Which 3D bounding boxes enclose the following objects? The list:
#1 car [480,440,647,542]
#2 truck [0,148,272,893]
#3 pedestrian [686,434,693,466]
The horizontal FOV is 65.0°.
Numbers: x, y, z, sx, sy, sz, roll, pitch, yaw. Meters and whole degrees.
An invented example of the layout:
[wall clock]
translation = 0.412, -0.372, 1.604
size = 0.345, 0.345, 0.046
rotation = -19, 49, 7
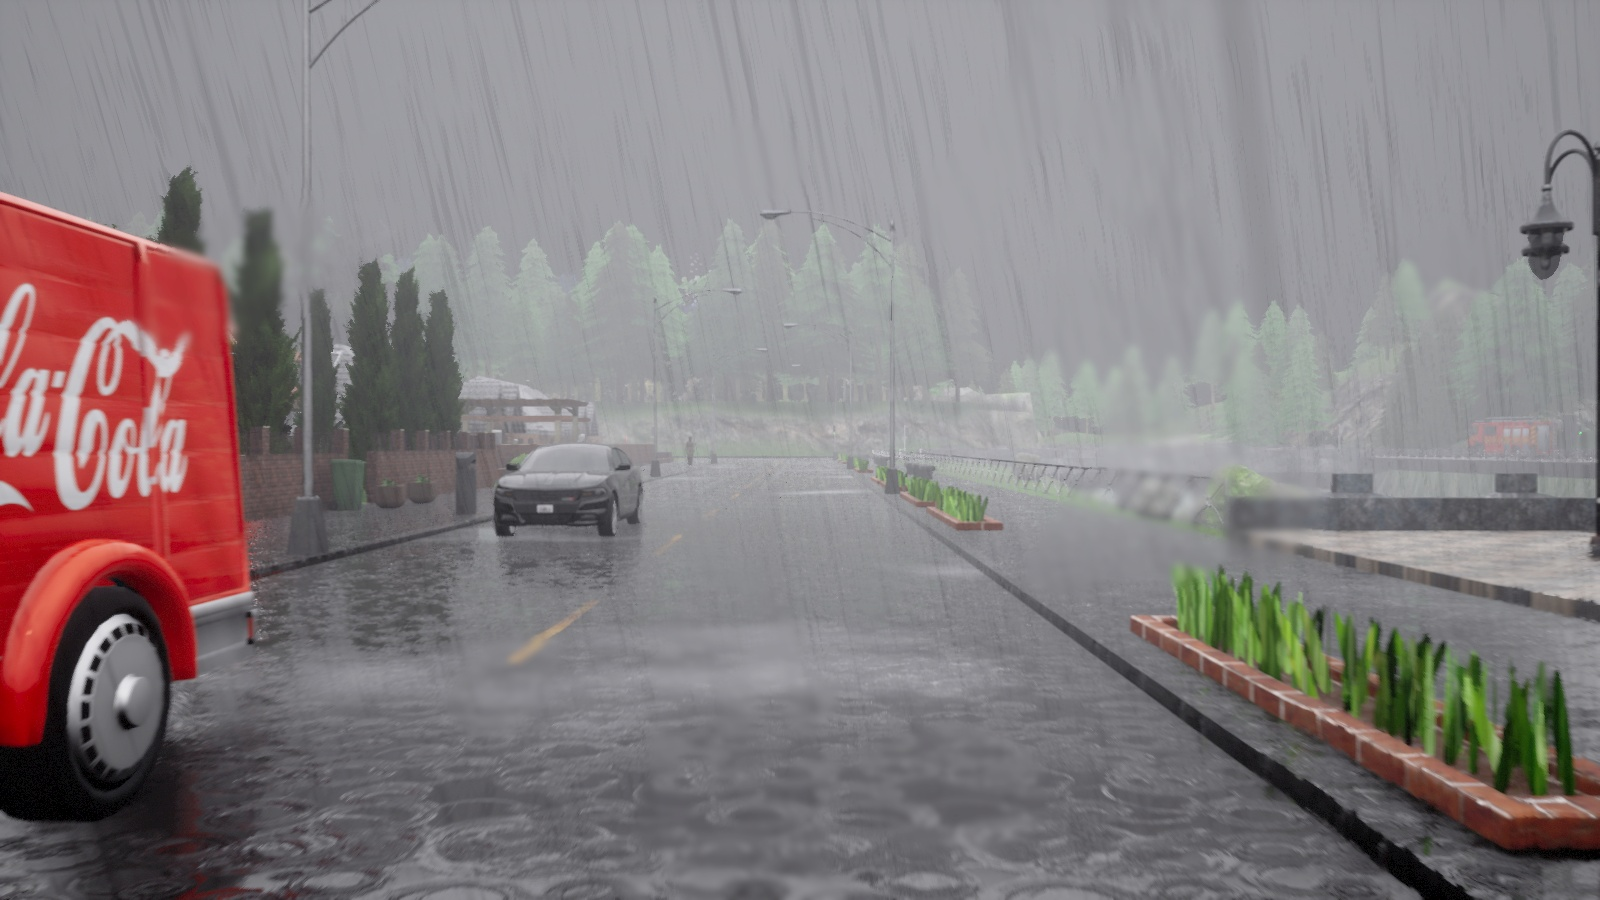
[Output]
[car]
translation = -3.862, 0.600, 21.405
size = 1.882, 1.535, 5.008
rotation = 0, 0, 0
[truck]
translation = -3.964, 0.236, 3.672
size = 2.627, 2.467, 5.204
rotation = 0, 0, 0
[pedestrian]
translation = -6.739, 0.019, 76.638
size = 0.396, 1.930, 0.692
rotation = 0, 0, 1
